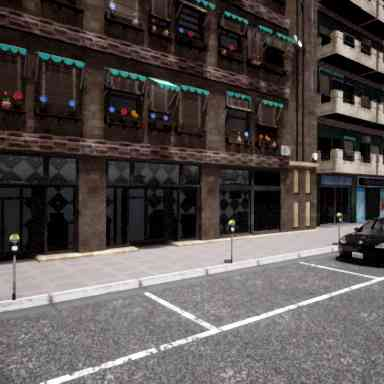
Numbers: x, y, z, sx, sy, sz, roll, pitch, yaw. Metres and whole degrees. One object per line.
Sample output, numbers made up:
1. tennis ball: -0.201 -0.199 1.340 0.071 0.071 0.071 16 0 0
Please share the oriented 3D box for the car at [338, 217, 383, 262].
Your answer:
1. car: 6.838 1.566 11.445 4.313 1.339 1.947 0 0 -36
